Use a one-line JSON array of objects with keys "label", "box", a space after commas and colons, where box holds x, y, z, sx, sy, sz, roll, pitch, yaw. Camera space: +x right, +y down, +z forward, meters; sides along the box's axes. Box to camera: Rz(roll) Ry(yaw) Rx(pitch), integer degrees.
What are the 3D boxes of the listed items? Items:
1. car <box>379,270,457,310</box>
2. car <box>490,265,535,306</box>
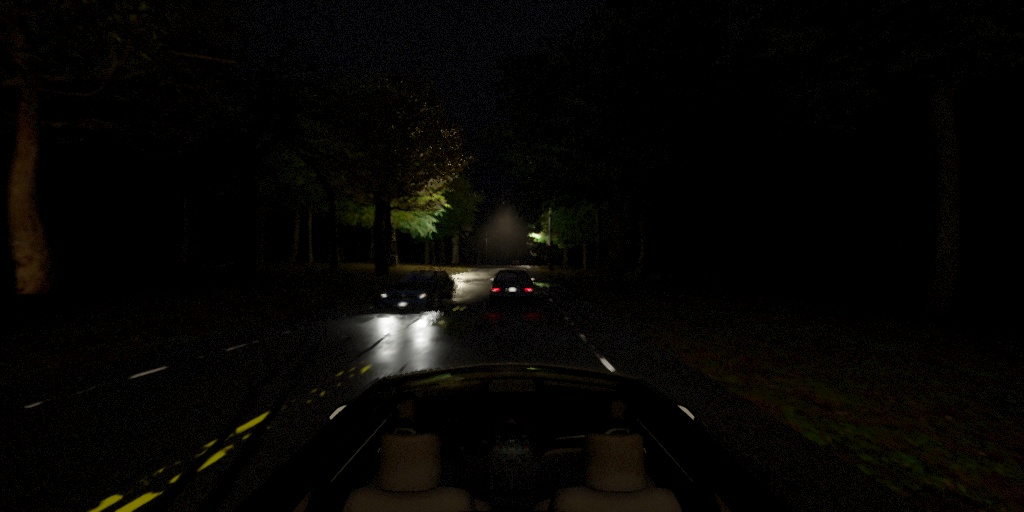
[{"label": "car", "box": [-3.656, 1.287, 15.055, 2.033, 1.411, 5.357, 0, 0, 3]}, {"label": "car", "box": [0.020, 1.303, 15.767, 2.033, 1.411, 5.357, 0, 0, 0]}]
